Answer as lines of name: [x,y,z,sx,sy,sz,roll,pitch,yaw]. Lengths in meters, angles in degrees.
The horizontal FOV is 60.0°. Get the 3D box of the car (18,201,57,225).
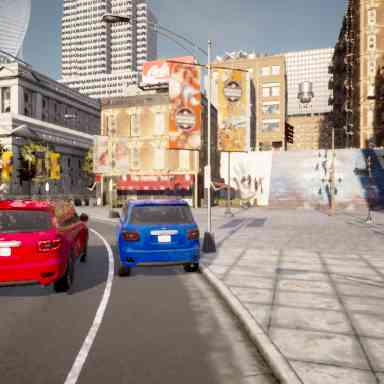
car: [-11.870,1.492,25.298,1.837,1.490,4.892,1,0,-35]

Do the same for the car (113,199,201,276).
car: [-1.297,1.218,10.621,2.150,2.045,5.566,0,0,-14]

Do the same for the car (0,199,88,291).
car: [-4.139,1.219,8.927,2.150,2.045,5.566,0,0,-12]
